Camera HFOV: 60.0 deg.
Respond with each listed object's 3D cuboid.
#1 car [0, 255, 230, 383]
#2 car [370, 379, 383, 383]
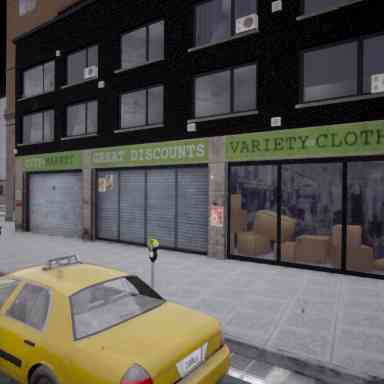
[{"bbox_3d":[-1.875,1.524,4.428,4.829,1.417,1.752,0,1,36],"label":"car"},{"bbox_3d":[2.810,1.551,1.085,4.403,1.369,2.008,0,1,36],"label":"car"}]
